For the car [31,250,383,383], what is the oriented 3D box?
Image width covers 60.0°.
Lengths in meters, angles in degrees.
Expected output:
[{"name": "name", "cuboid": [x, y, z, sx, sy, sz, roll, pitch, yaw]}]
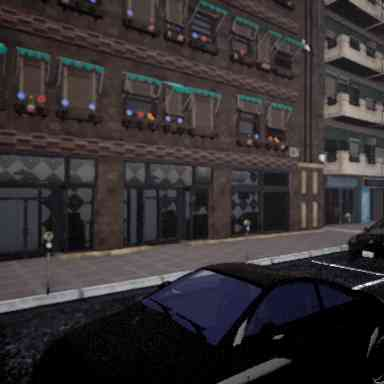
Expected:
[{"name": "car", "cuboid": [0.501, 1.571, 3.735, 4.181, 1.385, 1.994, 0, 0, -35]}]

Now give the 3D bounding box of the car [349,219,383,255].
[{"name": "car", "cuboid": [7.349, 1.604, 11.788, 4.313, 1.339, 1.947, 0, 0, -35]}]
